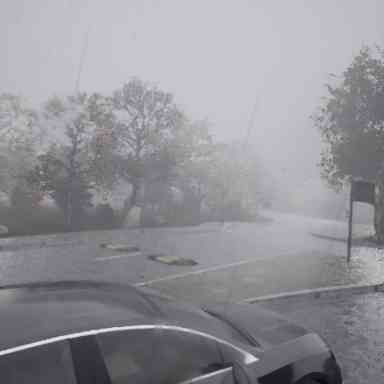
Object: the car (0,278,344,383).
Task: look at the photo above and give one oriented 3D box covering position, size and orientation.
[{"bbox_3d":[-0.788,1.507,2.604,4.892,1.490,1.837,1,0,-34],"label":"car"}]
